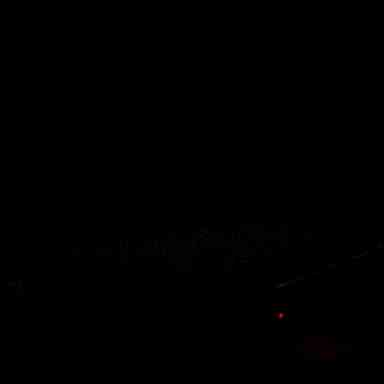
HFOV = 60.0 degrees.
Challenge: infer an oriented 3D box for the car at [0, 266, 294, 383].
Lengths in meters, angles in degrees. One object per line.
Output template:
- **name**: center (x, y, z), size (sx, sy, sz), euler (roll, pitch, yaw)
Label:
- **car**: center (-1.238, 1.563, 3.266), size (5.357, 1.411, 2.033), euler (0, 0, -38)
